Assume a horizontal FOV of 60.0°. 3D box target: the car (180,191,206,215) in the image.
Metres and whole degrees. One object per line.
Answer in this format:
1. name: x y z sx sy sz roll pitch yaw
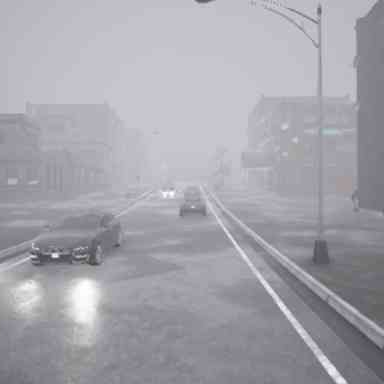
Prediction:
1. car: 0.064 0.940 25.797 1.994 1.385 4.181 0 3 0

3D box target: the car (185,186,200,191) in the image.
1. car: 0.039 -0.131 42.775 1.994 1.385 4.181 0 4 0

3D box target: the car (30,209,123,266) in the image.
1. car: -3.615 1.386 11.197 1.837 1.490 4.892 0 1 0

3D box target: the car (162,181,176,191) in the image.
1. car: -3.634 -0.971 53.036 2.128 1.511 4.902 0 4 0
